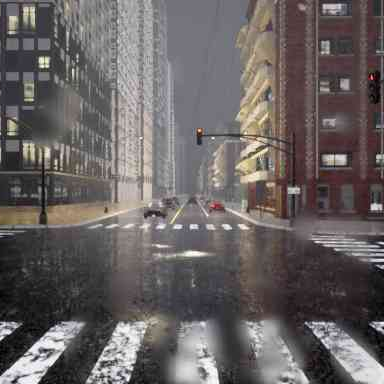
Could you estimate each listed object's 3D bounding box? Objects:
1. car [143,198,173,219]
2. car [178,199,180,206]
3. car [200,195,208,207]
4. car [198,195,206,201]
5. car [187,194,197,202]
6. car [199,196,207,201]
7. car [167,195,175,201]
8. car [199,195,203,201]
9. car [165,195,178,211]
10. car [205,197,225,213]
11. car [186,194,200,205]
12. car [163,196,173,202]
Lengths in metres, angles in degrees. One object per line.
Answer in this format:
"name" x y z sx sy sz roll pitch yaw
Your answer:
"car" -3.109 1.553 29.670 2.033 1.411 5.357 0 0 0
"car" -3.080 1.546 56.349 1.812 1.442 4.674 0 0 0
"car" 2.678 1.567 50.082 2.008 1.369 4.403 0 0 0
"car" 2.667 1.491 89.622 1.967 1.590 4.097 0 0 0
"car" -0.017 1.218 69.736 2.097 1.767 4.553 0 0 0
"car" 2.669 1.626 83.974 1.802 1.307 4.206 0 0 0
"car" -5.713 1.595 89.620 1.887 1.381 4.507 0 0 0
"car" 2.677 1.571 55.730 2.008 1.369 4.403 0 0 0
"car" -3.109 1.516 41.738 1.837 1.490 4.892 0 0 0
"car" 2.732 1.591 37.165 1.802 1.307 4.206 0 0 0
"car" -0.015 1.549 59.763 1.812 1.442 4.674 0 0 0
"car" -5.710 1.589 78.322 2.008 1.369 4.403 0 0 0
